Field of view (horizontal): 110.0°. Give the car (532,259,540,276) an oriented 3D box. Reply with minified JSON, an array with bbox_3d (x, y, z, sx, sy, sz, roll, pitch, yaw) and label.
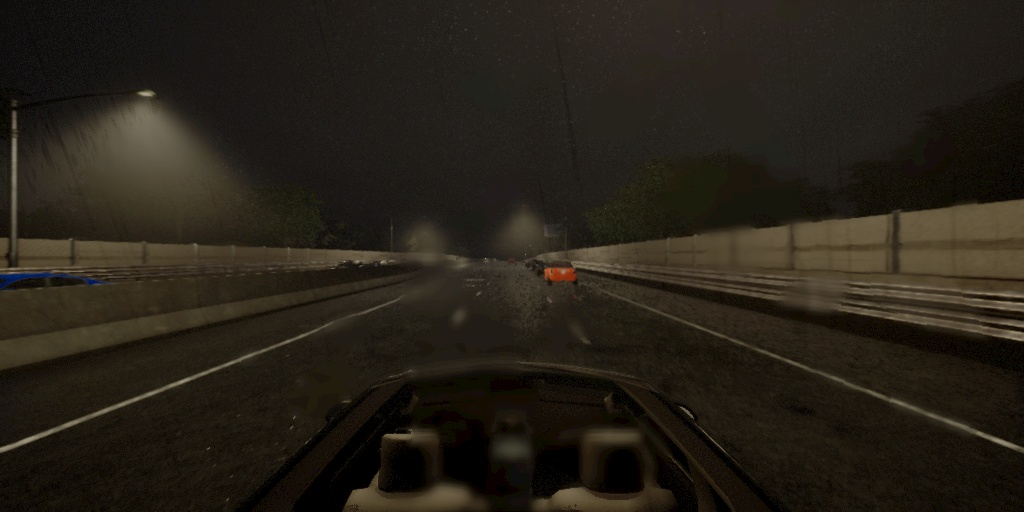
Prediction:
[{"bbox_3d":[3.506,1.345,37.655,1.994,1.385,4.181,0,0,0],"label":"car"}]

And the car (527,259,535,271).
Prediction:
[{"bbox_3d":[3.488,1.298,48.751,1.837,1.490,4.892,0,0,-1],"label":"car"}]

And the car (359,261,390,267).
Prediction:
[{"bbox_3d":[-17.542,1.340,46.850,2.033,1.411,5.357,0,0,1],"label":"car"}]

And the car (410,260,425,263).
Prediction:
[{"bbox_3d":[-14.022,1.306,53.547,1.837,1.490,4.892,0,0,1],"label":"car"}]

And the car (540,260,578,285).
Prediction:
[{"bbox_3d":[3.504,1.123,26.619,2.097,1.767,4.553,0,0,0],"label":"car"}]

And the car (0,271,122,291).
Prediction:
[{"bbox_3d":[-14.095,1.236,10.054,1.882,1.535,5.008,0,0,0],"label":"car"}]

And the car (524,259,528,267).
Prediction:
[{"bbox_3d":[3.511,1.235,59.667,2.033,1.649,4.856,0,0,0],"label":"car"}]

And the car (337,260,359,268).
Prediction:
[{"bbox_3d":[-21.048,1.285,46.842,2.128,1.511,4.902,0,0,1],"label":"car"}]
